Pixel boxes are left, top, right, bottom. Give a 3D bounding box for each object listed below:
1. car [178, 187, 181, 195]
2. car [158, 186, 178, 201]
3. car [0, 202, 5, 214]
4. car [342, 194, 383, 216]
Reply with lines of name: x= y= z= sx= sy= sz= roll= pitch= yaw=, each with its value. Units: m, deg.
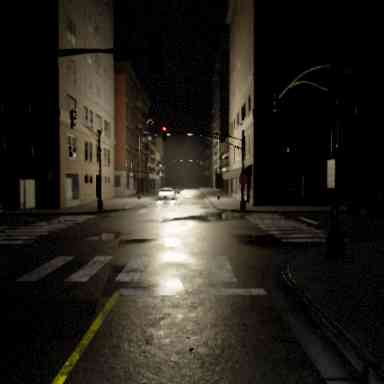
car: x=-3.039 y=-0.319 z=58.064 sx=1.812 sy=1.442 sz=4.674 roll=0 pitch=2 yaw=1
car: x=-3.081 y=0.249 z=40.722 sx=1.812 sy=1.442 sz=4.674 roll=0 pitch=2 yaw=0
car: x=-14.625 y=1.036 z=21.740 sx=4.403 sy=1.369 sz=2.008 roll=-1 pitch=2 yaw=0
car: x=12.138 y=0.772 z=21.542 sx=4.507 sy=1.381 sz=1.887 roll=-1 pitch=2 yaw=0
